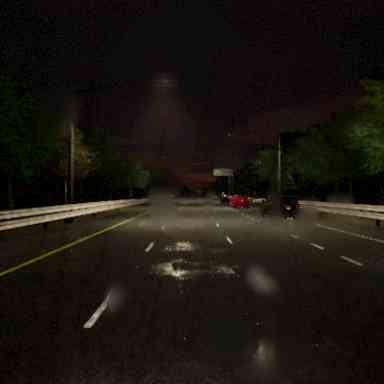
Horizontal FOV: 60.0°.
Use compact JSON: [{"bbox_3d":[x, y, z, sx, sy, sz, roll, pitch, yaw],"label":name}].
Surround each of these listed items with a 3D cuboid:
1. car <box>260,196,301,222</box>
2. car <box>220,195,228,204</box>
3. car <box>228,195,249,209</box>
[{"bbox_3d":[7.036,1.303,26.882,2.150,2.045,5.566,0,0,0],"label":"car"},{"bbox_3d":[7.295,1.794,74.363,1.837,1.490,4.892,0,0,0],"label":"car"},{"bbox_3d":[7.130,1.401,49.717,2.150,2.045,5.566,0,0,0],"label":"car"}]
